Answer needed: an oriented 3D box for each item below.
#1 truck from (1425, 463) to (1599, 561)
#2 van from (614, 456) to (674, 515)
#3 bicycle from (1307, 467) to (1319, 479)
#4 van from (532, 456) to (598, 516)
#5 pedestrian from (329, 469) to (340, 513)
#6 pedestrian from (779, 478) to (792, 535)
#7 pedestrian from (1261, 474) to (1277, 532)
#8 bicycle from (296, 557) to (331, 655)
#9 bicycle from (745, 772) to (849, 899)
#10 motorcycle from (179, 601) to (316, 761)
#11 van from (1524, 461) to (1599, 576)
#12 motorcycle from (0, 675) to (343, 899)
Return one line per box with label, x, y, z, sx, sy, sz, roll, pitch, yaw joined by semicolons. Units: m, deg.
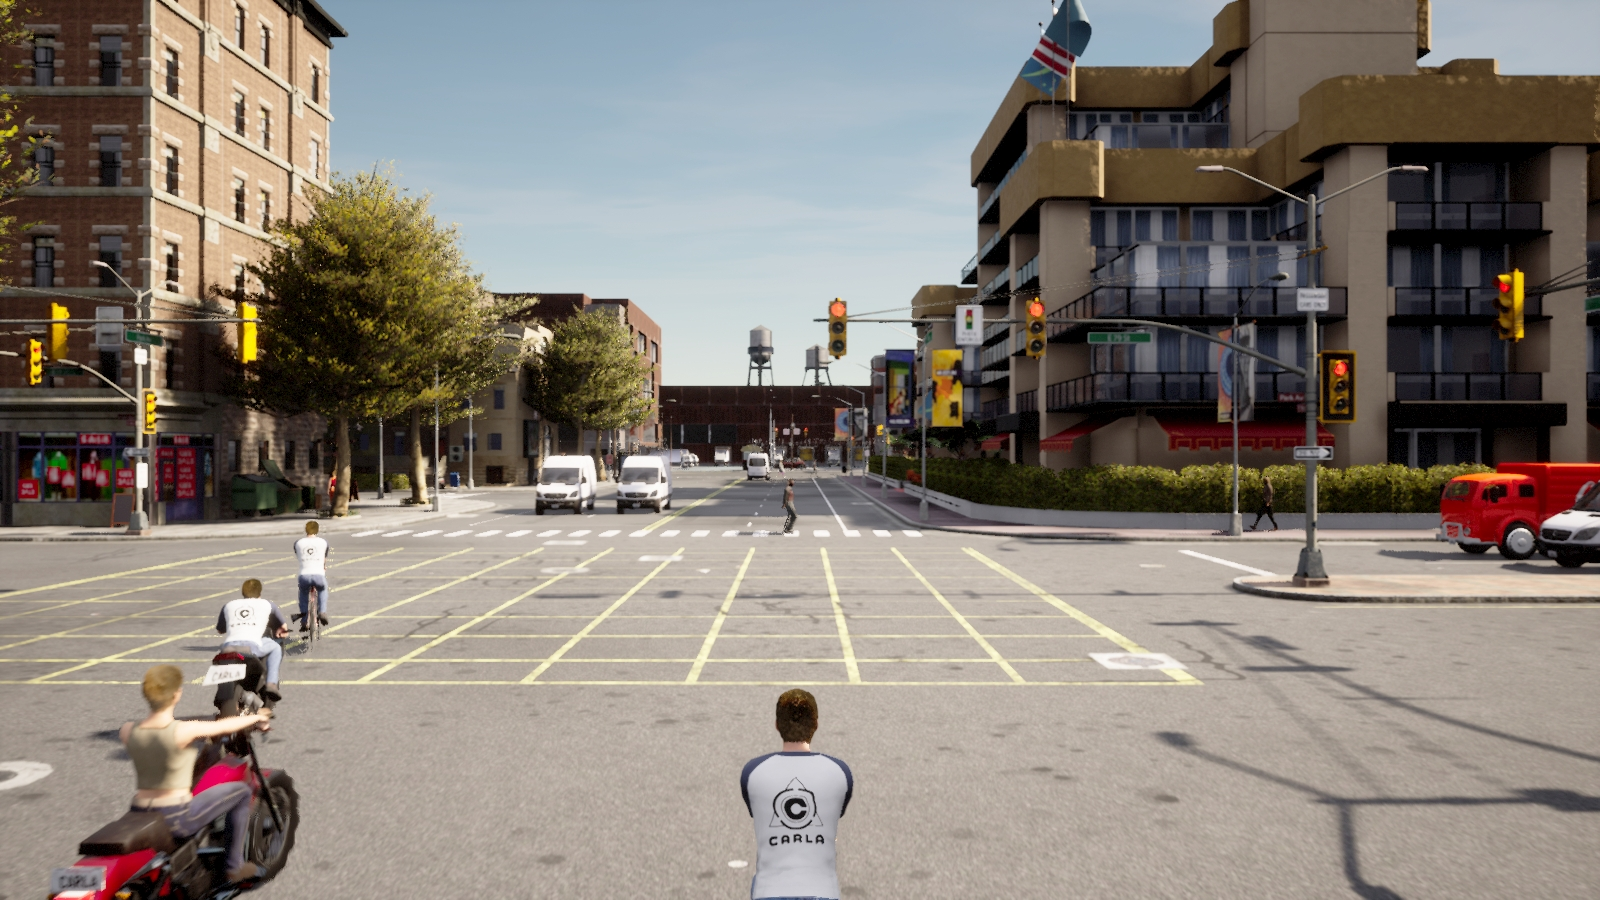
truck;19.830;1.585;30.207;5.204;2.467;2.627;0;0;0
van;-7.183;1.563;53.028;1.988;2.561;5.915;0;0;0
bicycle;51.403;2.271;114.465;0.329;1.171;1.835;0;0;1
van;-10.654;1.563;52.226;1.988;2.561;5.915;0;0;-2
pedestrian;-19.729;1.722;48.422;0.375;1.860;0.375;0;0;-19
pedestrian;-0.490;1.870;38.050;0.375;1.860;0.375;0;0;6
pedestrian;15.256;1.716;37.197;0.375;1.860;0.375;0;0;0
bicycle;-7.013;2.216;16.488;0.373;1.196;1.643;-1;0;-21
bicycle;-0.014;2.209;4.901;0.373;1.196;1.643;0;0;0
motorcycle;-5.422;2.220;11.347;0.803;1.145;2.033;-1;0;-14
van;20.507;1.549;26.699;5.915;2.561;1.988;0;0;0
motorcycle;-3.510;2.174;6.649;0.764;1.277;2.356;0;0;0
